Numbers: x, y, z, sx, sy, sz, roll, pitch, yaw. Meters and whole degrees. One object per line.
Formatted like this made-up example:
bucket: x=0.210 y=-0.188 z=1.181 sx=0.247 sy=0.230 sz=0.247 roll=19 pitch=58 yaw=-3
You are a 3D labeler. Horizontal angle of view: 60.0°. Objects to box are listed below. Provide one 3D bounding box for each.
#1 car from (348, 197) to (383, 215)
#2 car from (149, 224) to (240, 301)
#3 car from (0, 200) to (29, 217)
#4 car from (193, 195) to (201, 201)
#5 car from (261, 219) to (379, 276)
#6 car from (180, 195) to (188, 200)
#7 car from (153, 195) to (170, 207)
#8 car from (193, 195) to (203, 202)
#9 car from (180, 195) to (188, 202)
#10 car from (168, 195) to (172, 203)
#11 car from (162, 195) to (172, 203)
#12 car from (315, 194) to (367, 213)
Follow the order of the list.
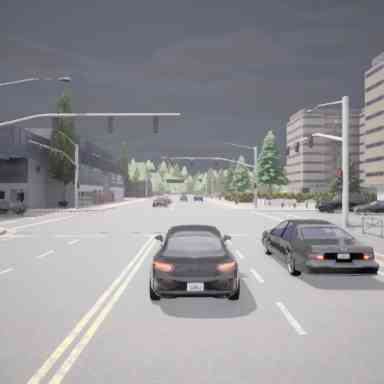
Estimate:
car: x=18.226 y=1.525 z=32.537 sx=4.674 sy=1.442 sz=1.812 roll=0 pitch=0 yaw=-2
car: x=0.037 y=1.525 z=8.224 sx=1.812 sy=1.442 sz=4.674 roll=0 pitch=0 yaw=-1
car: x=-17.783 y=1.504 z=30.878 sx=4.892 sy=1.490 sz=1.837 roll=0 pitch=0 yaw=-2
car: x=1.318 y=1.498 z=88.851 sx=1.837 sy=1.490 sz=4.892 roll=0 pitch=0 yaw=-1
car: x=3.534 y=1.547 z=10.280 sx=2.033 sy=1.411 sz=5.357 roll=0 pitch=0 yaw=0
car: x=-2.181 y=1.464 z=88.779 sx=1.994 sy=1.385 sz=4.181 roll=0 pitch=0 yaw=-1
car: x=-4.767 y=1.562 z=49.814 sx=1.994 sy=1.385 sz=4.181 roll=0 pitch=0 yaw=-2
car: x=1.579 y=1.476 z=78.713 sx=1.882 sy=1.535 sz=5.008 roll=0 pitch=0 yaw=-1
car: x=-1.908 y=1.531 z=78.143 sx=2.033 sy=1.411 sz=5.357 roll=0 pitch=0 yaw=-1
car: x=-5.016 y=1.562 z=60.228 sx=1.994 sy=1.385 sz=4.181 roll=0 pitch=0 yaw=-2
car: x=-5.215 y=1.476 z=70.577 sx=1.882 sy=1.535 sz=5.008 roll=0 pitch=0 yaw=-1
car: x=16.291 y=1.221 z=36.005 sx=5.566 sy=2.045 sz=2.150 roll=0 pitch=0 yaw=-2
